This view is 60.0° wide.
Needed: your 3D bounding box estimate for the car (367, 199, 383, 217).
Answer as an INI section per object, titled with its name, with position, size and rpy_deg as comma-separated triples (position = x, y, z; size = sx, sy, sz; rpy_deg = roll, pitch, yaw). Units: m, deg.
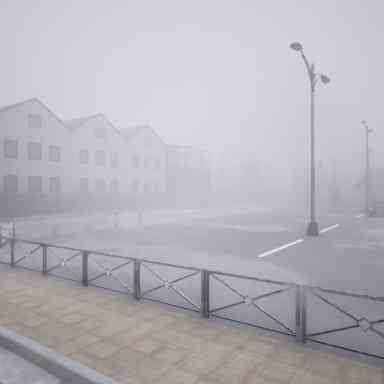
[car]
position = 15.407, 1.298, 26.815
size = 2.007, 1.523, 4.514
rpy_deg = 0, 0, 35
